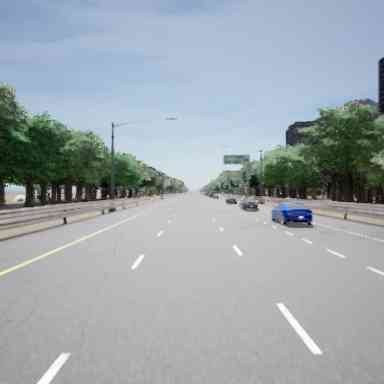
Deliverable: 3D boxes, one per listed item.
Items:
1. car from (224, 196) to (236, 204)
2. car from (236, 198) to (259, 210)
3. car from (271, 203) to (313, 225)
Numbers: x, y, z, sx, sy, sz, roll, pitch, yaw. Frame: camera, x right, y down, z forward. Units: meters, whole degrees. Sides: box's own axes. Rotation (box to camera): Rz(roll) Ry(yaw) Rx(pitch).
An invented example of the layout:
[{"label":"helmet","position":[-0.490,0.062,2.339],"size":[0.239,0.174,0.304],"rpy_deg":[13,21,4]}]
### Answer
[{"label":"car","position":[7.216,1.520,62.022],"size":[1.812,1.442,4.674],"rpy_deg":[0,0,0]},{"label":"car","position":[7.100,1.537,41.792],"size":[1.812,1.442,4.674],"rpy_deg":[0,0,0]},{"label":"car","position":[7.035,1.497,23.880],"size":[1.882,1.535,5.008],"rpy_deg":[0,0,0]}]
